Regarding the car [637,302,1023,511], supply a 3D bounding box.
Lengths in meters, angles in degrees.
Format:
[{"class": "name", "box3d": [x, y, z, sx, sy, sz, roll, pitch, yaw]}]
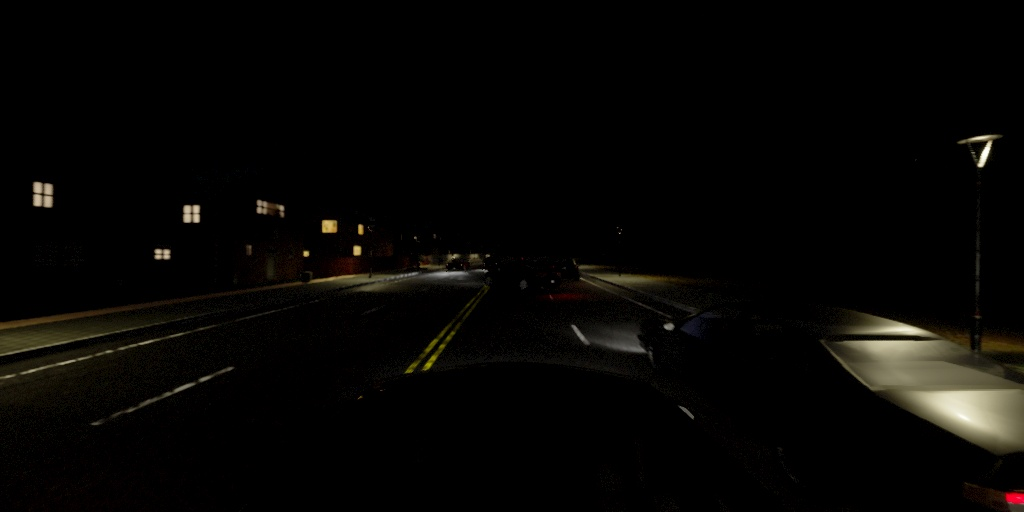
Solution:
[{"class": "car", "box3d": [3.250, 1.271, 4.288, 2.033, 1.411, 5.357, 0, 1, 0]}]

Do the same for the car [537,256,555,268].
[{"class": "car", "box3d": [4.473, 0.737, 48.071, 2.163, 1.488, 4.792, 0, 1, 3]}]

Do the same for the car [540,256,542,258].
[{"class": "car", "box3d": [3.969, 0.878, 37.109, 1.812, 1.442, 4.674, 0, 1, 2]}]

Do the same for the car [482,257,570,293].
[{"class": "car", "box3d": [0.451, 1.030, 19.124, 1.882, 1.535, 5.008, -1, 1, -37]}]

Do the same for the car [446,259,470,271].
[{"class": "car", "box3d": [-5.788, 0.935, 38.811, 1.895, 1.301, 4.718, 0, 1, 3]}]

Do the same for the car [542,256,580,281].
[{"class": "car", "box3d": [3.597, 0.826, 26.140, 2.097, 1.767, 4.553, 0, 1, 2]}]
